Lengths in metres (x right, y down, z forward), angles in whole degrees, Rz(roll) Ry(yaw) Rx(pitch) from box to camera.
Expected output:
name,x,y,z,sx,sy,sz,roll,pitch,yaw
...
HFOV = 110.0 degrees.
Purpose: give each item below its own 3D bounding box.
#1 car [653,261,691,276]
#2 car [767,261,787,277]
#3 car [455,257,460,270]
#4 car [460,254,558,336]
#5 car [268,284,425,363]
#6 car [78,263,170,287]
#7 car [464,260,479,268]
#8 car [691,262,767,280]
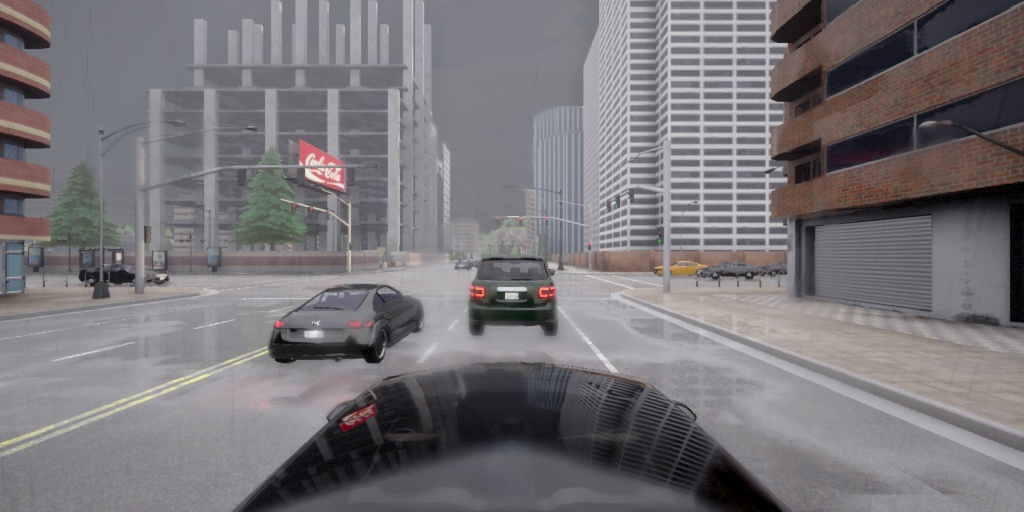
name,x,y,z,sx,sy,sz,roll,pitch,yaw
car,16.305,1.227,34.746,5.008,1.535,1.882,0,0,0
car,26.241,1.241,34.733,4.902,1.511,2.128,0,0,0
car,-6.822,1.241,50.693,2.128,1.511,4.902,0,0,0
car,0.102,0.971,10.543,2.150,2.045,5.566,0,0,2
car,-3.375,1.314,8.156,1.994,1.385,4.181,0,0,0
car,-25.909,1.241,24.062,4.902,1.511,2.128,0,0,0
car,-6.743,1.314,60.486,1.994,1.385,4.181,0,0,1
car,18.782,1.241,31.245,4.902,1.511,2.128,0,0,0
